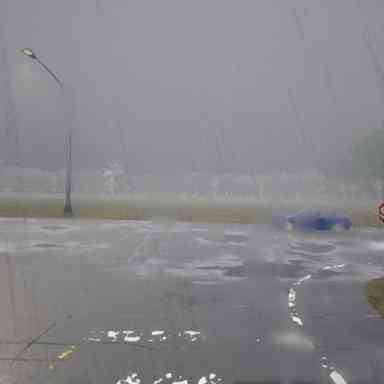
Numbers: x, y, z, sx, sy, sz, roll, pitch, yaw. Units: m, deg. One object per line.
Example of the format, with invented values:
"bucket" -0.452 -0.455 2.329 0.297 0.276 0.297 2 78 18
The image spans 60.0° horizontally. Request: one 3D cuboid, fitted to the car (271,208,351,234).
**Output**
"car" 7.750 1.823 21.850 5.008 1.535 1.882 2 1 0
